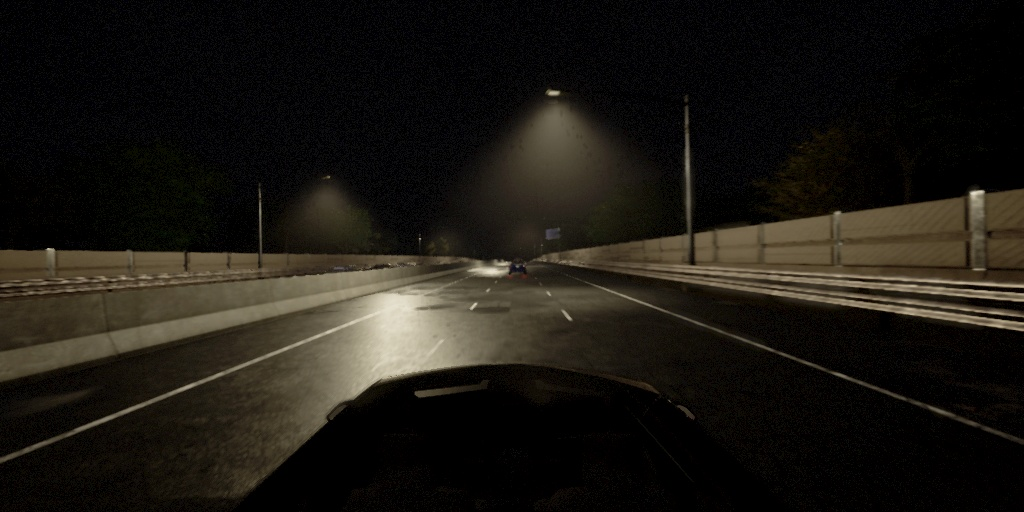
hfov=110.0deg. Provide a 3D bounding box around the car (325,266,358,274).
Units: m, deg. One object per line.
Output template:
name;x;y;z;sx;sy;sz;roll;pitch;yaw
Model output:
car;-20.404;1.917;43.205;2.033;1.411;5.357;-1;0;2

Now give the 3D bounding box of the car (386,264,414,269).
car;-13.386;1.714;44.444;2.128;1.511;4.902;-1;0;1

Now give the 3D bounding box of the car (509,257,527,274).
car;0.711;1.270;44.107;2.097;1.767;4.553;-1;0;2

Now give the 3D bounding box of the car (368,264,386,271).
car;-16.839;1.809;46.057;1.837;1.490;4.892;-1;0;2
